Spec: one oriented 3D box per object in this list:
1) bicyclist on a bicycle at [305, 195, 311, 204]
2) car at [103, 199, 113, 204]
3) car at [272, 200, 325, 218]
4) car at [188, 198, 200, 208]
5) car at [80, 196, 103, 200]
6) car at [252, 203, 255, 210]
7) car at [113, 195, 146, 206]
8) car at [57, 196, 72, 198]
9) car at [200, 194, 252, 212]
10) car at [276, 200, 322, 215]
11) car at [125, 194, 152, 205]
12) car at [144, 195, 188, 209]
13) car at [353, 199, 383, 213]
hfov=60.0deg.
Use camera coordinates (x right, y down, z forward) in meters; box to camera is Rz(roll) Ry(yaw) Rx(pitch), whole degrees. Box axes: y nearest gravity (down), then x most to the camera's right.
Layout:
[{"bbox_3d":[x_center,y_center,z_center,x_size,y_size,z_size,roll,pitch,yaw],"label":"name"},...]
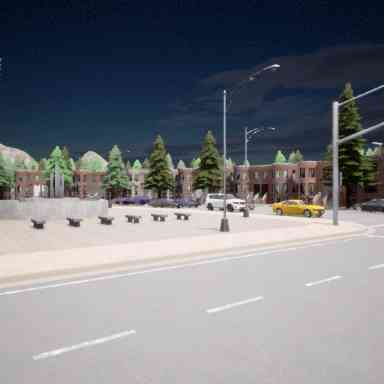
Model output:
[{"bbox_3d":[16.230,1.303,46.629,1.656,1.620,0.582,0,0,-37],"label":"bicyclist on a bicycle"},{"bbox_3d":[-12.849,1.564,58.499,4.181,1.385,1.994,0,0,19],"label":"car"},{"bbox_3d":[9.796,1.478,30.793,1.882,1.535,5.008,0,0,-37],"label":"car"},{"bbox_3d":[-1.200,1.547,48.426,5.357,1.411,2.033,0,0,37],"label":"car"},{"bbox_3d":[-19.465,1.491,63.871,4.902,1.511,2.128,0,0,7],"label":"car"},{"bbox_3d":[5.733,1.526,41.755,1.812,1.442,4.674,0,0,-41],"label":"car"},{"bbox_3d":[-9.769,1.601,53.511,4.718,1.301,1.895,0,0,24],"label":"car"},{"bbox_3d":[-23.756,1.505,60.729,4.892,1.490,1.837,0,0,5],"label":"car"},{"bbox_3d":[3.873,1.221,38.662,2.150,2.045,5.566,0,0,-39],"label":"car"},{"bbox_3d":[11.115,1.564,34.865,1.994,1.385,4.181,0,0,-37],"label":"car"},{"bbox_3d":[-9.853,1.352,61.166,4.553,1.767,2.097,0,0,21],"label":"car"},{"bbox_3d":[-3.618,1.547,45.888,5.357,1.411,2.033,0,0,36],"label":"car"},{"bbox_3d":[19.649,1.504,35.239,1.837,1.490,4.892,-1,1,-35],"label":"car"}]
